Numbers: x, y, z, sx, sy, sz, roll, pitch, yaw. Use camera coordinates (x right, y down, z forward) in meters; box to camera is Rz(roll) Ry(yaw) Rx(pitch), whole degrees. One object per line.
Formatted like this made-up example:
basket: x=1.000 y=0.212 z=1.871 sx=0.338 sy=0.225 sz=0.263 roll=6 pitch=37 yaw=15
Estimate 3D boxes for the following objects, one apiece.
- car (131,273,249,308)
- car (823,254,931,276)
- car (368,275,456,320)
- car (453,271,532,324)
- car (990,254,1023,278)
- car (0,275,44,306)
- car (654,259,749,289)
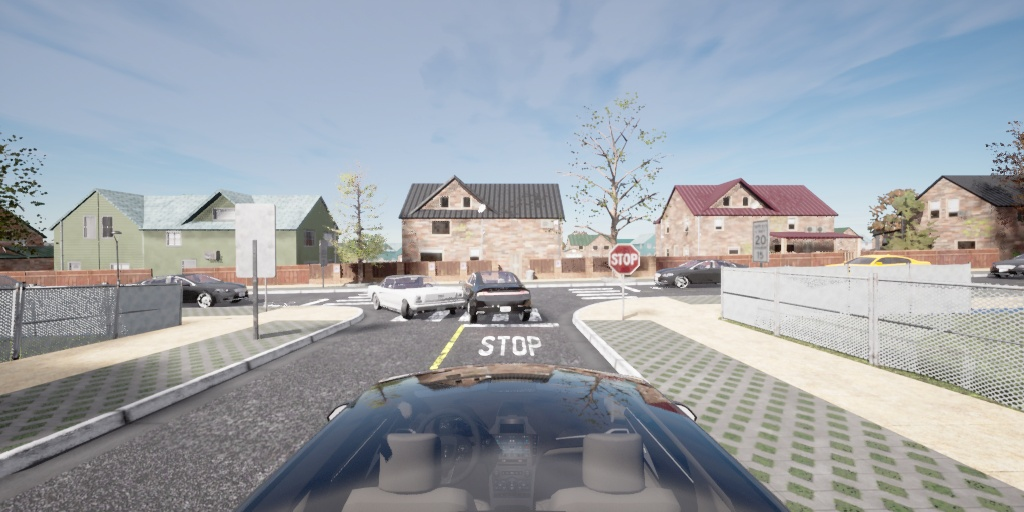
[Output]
car: x=-14.902 y=1.566 z=16.518 sx=4.902 sy=1.511 sz=2.128 roll=-1 pitch=1 yaw=0
car: x=19.761 y=0.690 z=19.607 sx=5.008 sy=1.535 sz=1.882 roll=-1 pitch=1 yaw=-1
car: x=-3.602 y=1.367 z=13.022 sx=1.895 sy=1.301 sz=4.718 roll=0 pitch=0 yaw=-38
car: x=-0.685 y=1.242 z=12.162 sx=2.128 sy=1.511 sz=4.902 roll=0 pitch=0 yaw=-12
car: x=29.386 y=0.477 z=19.643 sx=4.902 sy=1.511 sz=2.128 roll=-1 pitch=1 yaw=0
car: x=-24.239 y=1.648 z=16.477 sx=4.553 sy=1.767 sz=2.097 roll=-1 pitch=1 yaw=0
car: x=10.331 y=0.925 z=19.570 sx=4.902 sy=1.511 sz=2.128 roll=-1 pitch=1 yaw=0
